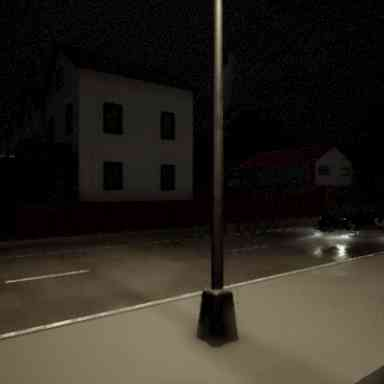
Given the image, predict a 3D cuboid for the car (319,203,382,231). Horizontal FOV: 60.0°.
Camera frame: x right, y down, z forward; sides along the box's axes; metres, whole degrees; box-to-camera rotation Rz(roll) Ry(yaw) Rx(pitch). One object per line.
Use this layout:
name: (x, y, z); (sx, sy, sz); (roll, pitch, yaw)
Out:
car: (10.011, 1.482, 20.974); (5.008, 1.535, 1.882); (0, 0, -36)
